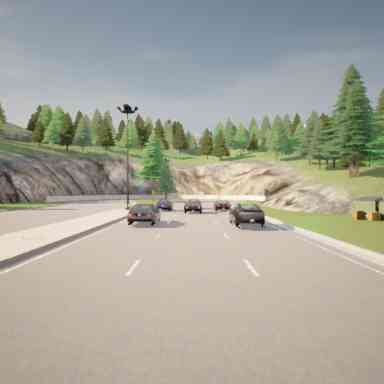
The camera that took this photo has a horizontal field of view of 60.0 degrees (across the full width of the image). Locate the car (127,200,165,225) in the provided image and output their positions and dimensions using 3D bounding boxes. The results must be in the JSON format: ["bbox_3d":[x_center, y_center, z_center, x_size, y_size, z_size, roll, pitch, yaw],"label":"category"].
[{"bbox_3d":[-3.395,1.547,24.044,2.033,1.411,5.357,0,0,0],"label":"car"}]

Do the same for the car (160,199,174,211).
[{"bbox_3d":[-3.372,1.563,40.555,1.994,1.385,4.181,0,0,1],"label":"car"}]

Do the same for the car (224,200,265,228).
[{"bbox_3d":[3.605,1.491,22.292,2.128,1.511,4.902,0,0,0],"label":"car"}]

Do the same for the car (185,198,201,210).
[{"bbox_3d":[0.201,1.564,44.587,1.994,1.385,4.181,0,0,2],"label":"car"}]

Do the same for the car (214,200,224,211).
[{"bbox_3d":[3.630,1.601,40.464,1.895,1.301,4.718,0,0,0],"label":"car"}]

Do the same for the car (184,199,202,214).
[{"bbox_3d":[0.107,1.601,35.826,1.895,1.301,4.718,0,0,0],"label":"car"}]
